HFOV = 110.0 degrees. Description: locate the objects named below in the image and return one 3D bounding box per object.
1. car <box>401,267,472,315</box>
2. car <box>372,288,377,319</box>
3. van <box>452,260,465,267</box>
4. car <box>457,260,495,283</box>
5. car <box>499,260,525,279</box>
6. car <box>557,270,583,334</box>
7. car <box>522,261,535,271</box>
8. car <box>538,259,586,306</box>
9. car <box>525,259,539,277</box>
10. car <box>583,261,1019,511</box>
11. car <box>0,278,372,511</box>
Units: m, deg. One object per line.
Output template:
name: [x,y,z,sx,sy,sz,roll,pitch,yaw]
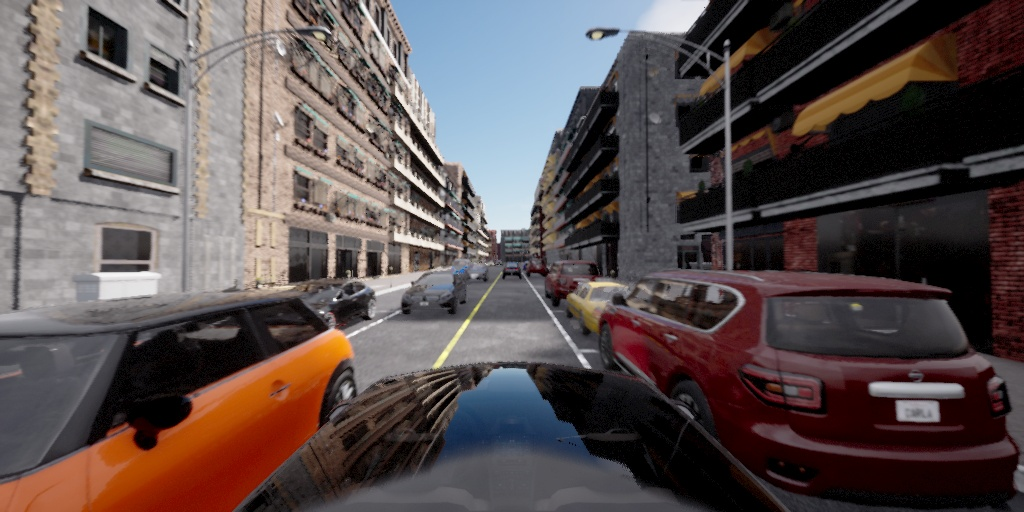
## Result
car: [-2.855,1.320,14.040,1.812,1.442,4.674,0,0,0]
car: [-5.316,1.347,10.183,1.948,1.339,4.313,0,0,0]
van: [-5.321,1.259,37.987,1.690,1.789,3.998,0,0,0]
car: [-2.830,1.354,29.227,2.128,1.511,4.902,0,0,0]
car: [0.003,1.404,34.964,1.837,1.490,4.892,0,0,0]
car: [2.566,1.305,10.398,1.751,1.417,4.829,0,0,0]
car: [2.740,1.563,58.996,1.882,1.535,5.008,0,0,0]
car: [2.564,1.114,15.792,2.192,1.841,5.009,0,0,0]
car: [2.560,1.232,38.023,2.192,1.841,5.009,0,0,0]
car: [2.567,1.078,4.669,2.192,1.841,5.009,0,0,0]
car: [-2.795,1.110,2.252,2.097,1.767,4.553,0,0,-1]
